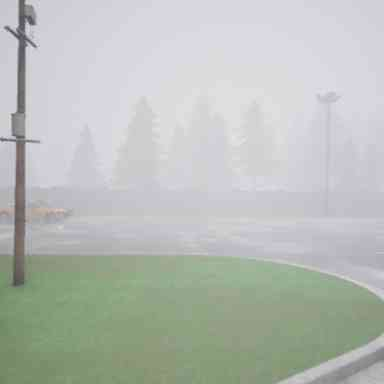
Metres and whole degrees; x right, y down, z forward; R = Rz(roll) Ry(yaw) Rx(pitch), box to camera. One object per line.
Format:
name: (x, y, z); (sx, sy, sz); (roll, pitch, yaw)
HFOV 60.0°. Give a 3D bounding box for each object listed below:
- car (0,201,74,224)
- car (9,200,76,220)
car: (-11.523, 1.415, 23.981); (5.008, 1.535, 1.882); (1, 0, -3)
car: (-12.222, 1.464, 27.462); (4.674, 1.442, 1.812); (1, 0, -3)
